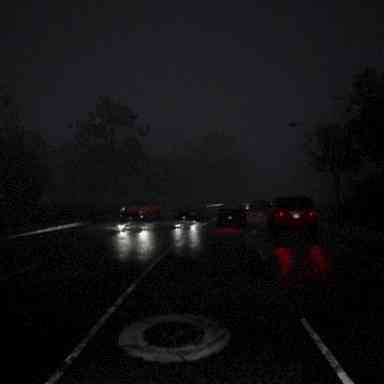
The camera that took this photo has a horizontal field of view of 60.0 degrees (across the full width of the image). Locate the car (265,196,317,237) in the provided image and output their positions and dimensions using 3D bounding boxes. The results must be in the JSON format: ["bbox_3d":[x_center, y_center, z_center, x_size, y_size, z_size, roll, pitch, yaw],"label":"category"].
[{"bbox_3d":[5.439,1.234,18.490,2.150,2.045,5.566,0,0,10],"label":"car"}]

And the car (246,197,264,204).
[{"bbox_3d":[12.317,1.607,64.572,1.895,1.301,4.718,0,0,32],"label":"car"}]

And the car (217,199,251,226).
[{"bbox_3d":[2.969,1.479,23.744,1.882,1.535,5.008,0,0,12],"label":"car"}]

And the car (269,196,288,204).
[{"bbox_3d":[17.087,1.574,65.498,2.033,1.411,5.357,0,0,34],"label":"car"}]

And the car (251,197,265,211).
[{"bbox_3d":[8.426,1.507,41.335,2.128,1.511,4.902,0,0,21],"label":"car"}]

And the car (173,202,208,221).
[{"bbox_3d":[0.041,1.536,27.628,2.033,1.411,5.357,0,0,14],"label":"car"}]

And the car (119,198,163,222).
[{"bbox_3d":[-3.884,1.327,25.892,2.097,1.767,4.553,0,0,13],"label":"car"}]
